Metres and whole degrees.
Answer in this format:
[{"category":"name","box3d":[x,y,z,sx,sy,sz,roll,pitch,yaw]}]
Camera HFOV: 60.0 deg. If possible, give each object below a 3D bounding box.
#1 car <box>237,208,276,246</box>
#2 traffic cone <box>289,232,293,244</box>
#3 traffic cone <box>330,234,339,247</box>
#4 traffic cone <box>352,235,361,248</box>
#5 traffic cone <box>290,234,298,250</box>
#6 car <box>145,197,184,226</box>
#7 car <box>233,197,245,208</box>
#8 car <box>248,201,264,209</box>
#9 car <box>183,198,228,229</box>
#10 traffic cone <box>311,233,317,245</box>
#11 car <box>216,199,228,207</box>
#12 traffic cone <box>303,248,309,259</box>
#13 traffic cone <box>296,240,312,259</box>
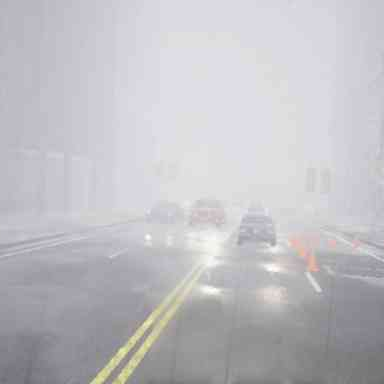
[{"category":"car","box3d":[3.291,1.813,16.986,2.033,1.411,5.357,2,0,11]},{"category":"traffic cone","box3d":[5.005,2.279,16.608,0.340,0.580,0.340,2,0,11]},{"category":"traffic cone","box3d":[6.967,2.346,16.230,0.340,0.580,0.340,2,0,11]},{"category":"traffic cone","box3d":[7.949,2.380,16.041,0.340,0.580,0.340,2,0,11]},{"category":"traffic cone","box3d":[4.628,2.250,14.643,0.340,0.580,0.340,2,0,11]},{"category":"car","box3d":[-1.940,1.493,25.197,2.097,1.767,4.553,2,0,11]},{"category":"car","box3d":[9.328,2.054,66.160,2.150,2.045,5.566,2,0,11]},{"category":"car","box3d":[8.648,2.018,44.872,2.097,1.767,4.553,2,-1,11]},{"category":"car","box3d":[1.218,1.470,24.402,2.150,2.045,5.566,2,-1,11]},{"category":"traffic cone","box3d":[5.986,2.313,16.418,0.340,0.580,0.340,2,0,11]},{"category":"car","box3d":[6.134,2.201,66.802,1.882,1.535,5.008,2,0,11]},{"category":"traffic cone","box3d":[3.874,2.192,10.716,0.340,0.580,0.340,2,-1,11]},{"category":"traffic cone","box3d":[4.251,2.221,12.680,0.340,0.580,0.340,2,0,11]}]
